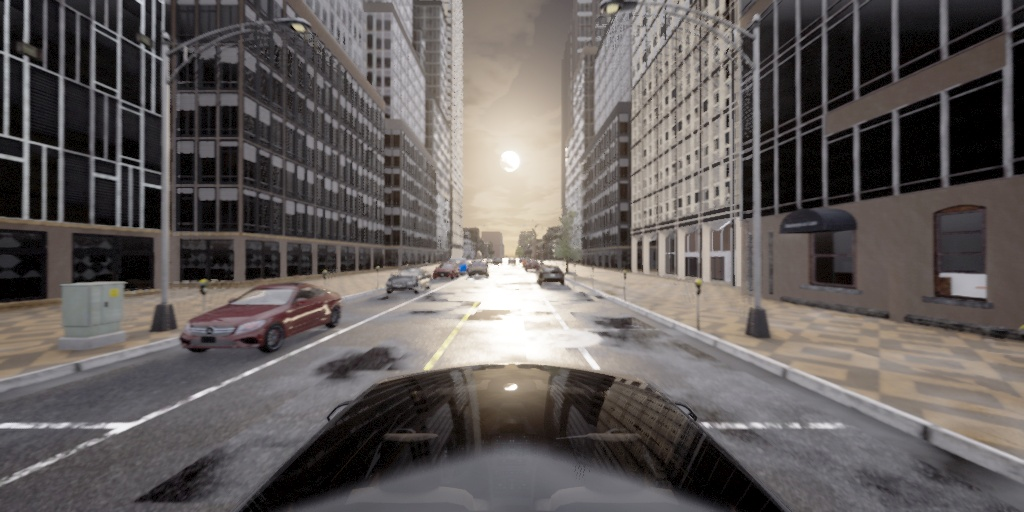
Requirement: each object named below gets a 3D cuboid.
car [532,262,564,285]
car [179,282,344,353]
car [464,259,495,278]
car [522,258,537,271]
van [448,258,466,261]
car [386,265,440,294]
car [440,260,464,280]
[{"bbox_3d":[2.694,1.316,25.875,1.948,1.339,4.313,0,0,0],"label":"car"},{"bbox_3d":[-5.689,1.333,8.810,1.802,1.307,4.207,0,0,0],"label":"car"},{"bbox_3d":[-3.094,1.296,34.673,2.033,1.411,5.357,0,0,0],"label":"car"},{"bbox_3d":[2.697,1.184,48.642,1.967,1.591,4.097,0,0,0],"label":"car"},{"bbox_3d":[-5.686,1.089,37.274,1.690,1.789,3.998,0,0,0],"label":"van"},{"bbox_3d":[-5.688,1.301,20.196,2.007,1.370,4.403,0,0,0],"label":"car"},{"bbox_3d":[-5.686,1.295,31.581,1.888,1.381,4.507,0,0,0],"label":"car"}]
